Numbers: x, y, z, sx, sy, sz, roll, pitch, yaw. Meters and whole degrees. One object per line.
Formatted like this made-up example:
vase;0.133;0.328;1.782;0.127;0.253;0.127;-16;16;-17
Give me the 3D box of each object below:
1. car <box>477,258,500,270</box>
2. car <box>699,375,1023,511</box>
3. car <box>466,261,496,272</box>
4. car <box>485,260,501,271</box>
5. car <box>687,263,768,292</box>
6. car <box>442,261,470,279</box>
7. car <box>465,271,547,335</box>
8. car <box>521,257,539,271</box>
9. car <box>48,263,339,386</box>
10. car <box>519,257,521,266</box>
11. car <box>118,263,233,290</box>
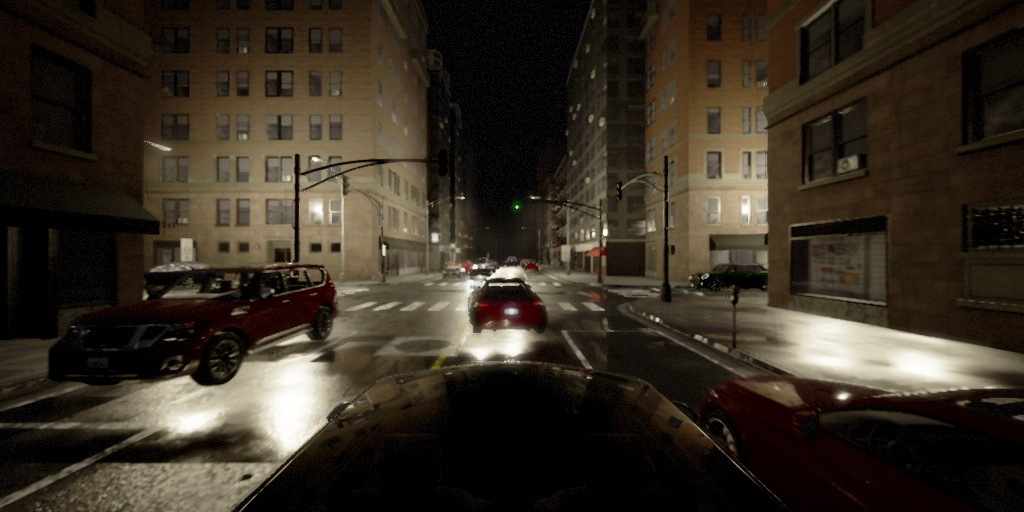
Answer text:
car;-2.841;1.314;43.357;2.128;1.511;4.902;0;0;0
car;2.637;1.332;1.752;1.802;1.307;4.207;0;0;0
car;-2.850;1.408;33.788;1.895;1.301;4.718;0;0;0
car;-2.807;1.329;53.508;2.128;1.511;4.902;0;0;0
car;13.166;1.204;21.764;4.553;1.767;2.097;0;0;0
car;-5.388;1.358;33.637;2.007;1.370;4.403;0;0;0
car;-0.292;1.329;10.709;1.994;1.385;4.181;0;0;-8
car;2.636;1.273;49.992;1.967;1.591;4.097;0;0;0
car;-5.388;1.075;7.174;2.192;1.841;5.009;0;0;0
car;2.636;1.287;60.901;1.967;1.591;4.097;0;0;0
car;-20.230;1.196;21.733;4.902;1.511;2.128;0;0;0
